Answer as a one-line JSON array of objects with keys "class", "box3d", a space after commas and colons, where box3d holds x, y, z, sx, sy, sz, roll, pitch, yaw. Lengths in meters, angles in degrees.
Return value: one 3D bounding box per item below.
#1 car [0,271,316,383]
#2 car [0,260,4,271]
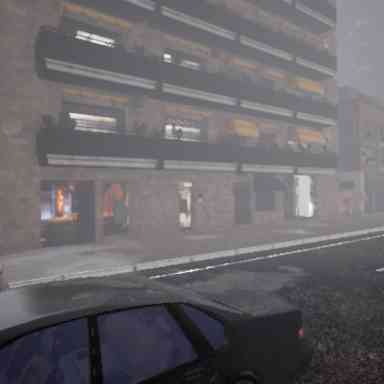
[{"class": "car", "box3d": [-1.199, 1.562, 2.834, 5.357, 1.411, 2.033, 0, 0, -35]}, {"class": "car", "box3d": [-5.080, 1.525, 4.084, 5.008, 1.535, 1.882, 0, 0, -35]}]
